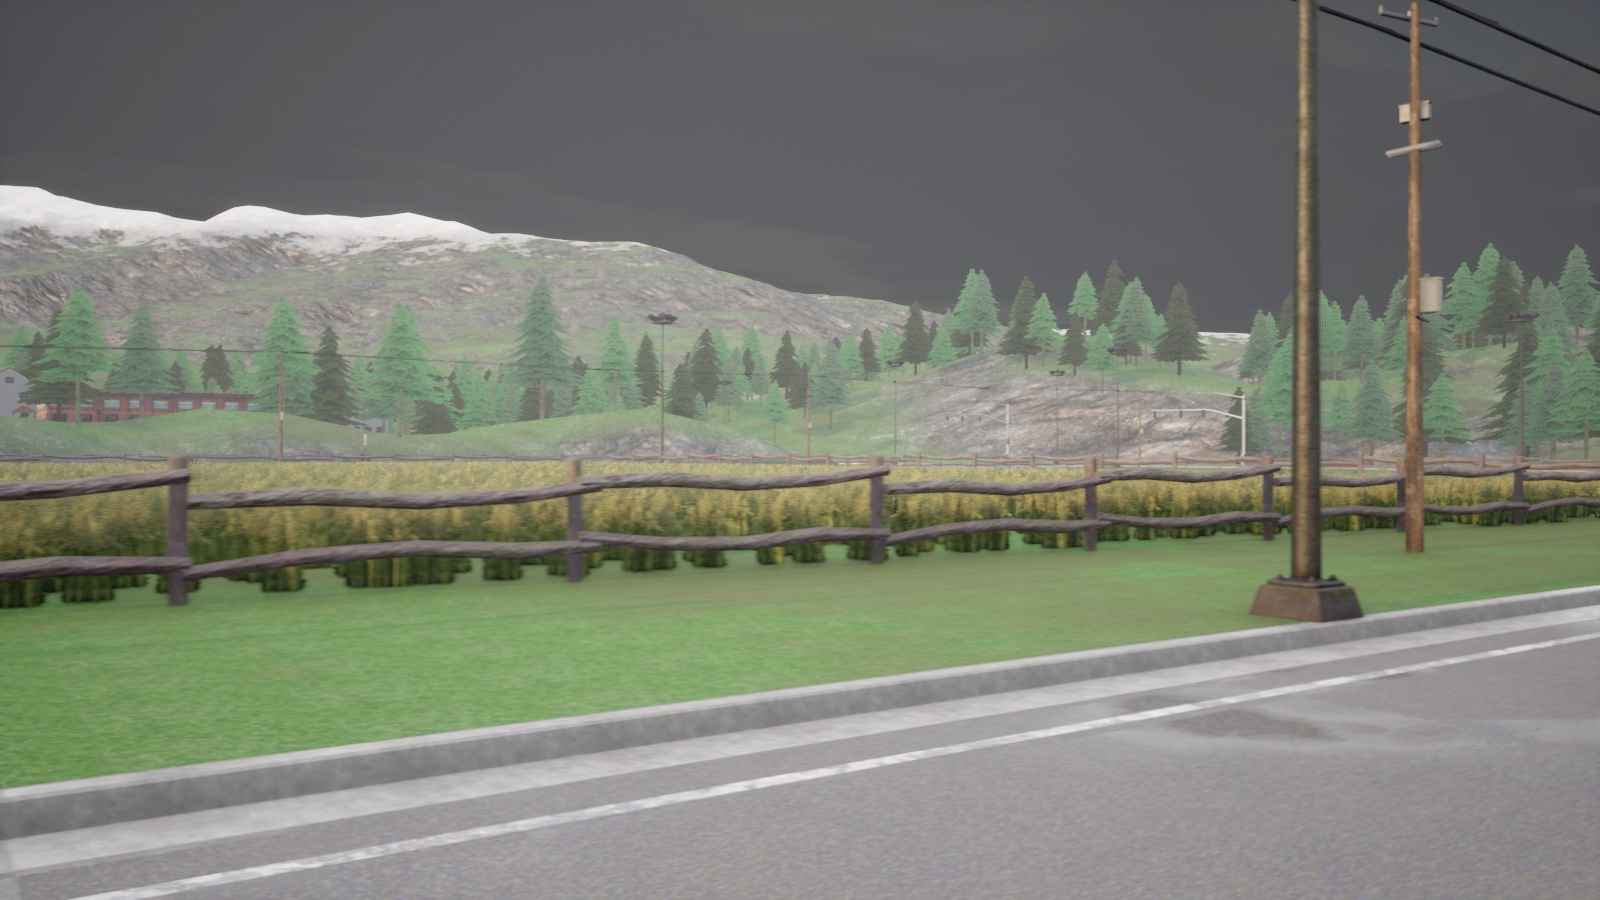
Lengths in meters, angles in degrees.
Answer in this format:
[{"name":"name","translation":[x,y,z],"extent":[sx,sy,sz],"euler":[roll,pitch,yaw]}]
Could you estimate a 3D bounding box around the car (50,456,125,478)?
[{"name":"car","translation":[-47.598,1.115,83.893],"extent":[4.181,1.385,1.994],"euler":[0,0,-35]}]
